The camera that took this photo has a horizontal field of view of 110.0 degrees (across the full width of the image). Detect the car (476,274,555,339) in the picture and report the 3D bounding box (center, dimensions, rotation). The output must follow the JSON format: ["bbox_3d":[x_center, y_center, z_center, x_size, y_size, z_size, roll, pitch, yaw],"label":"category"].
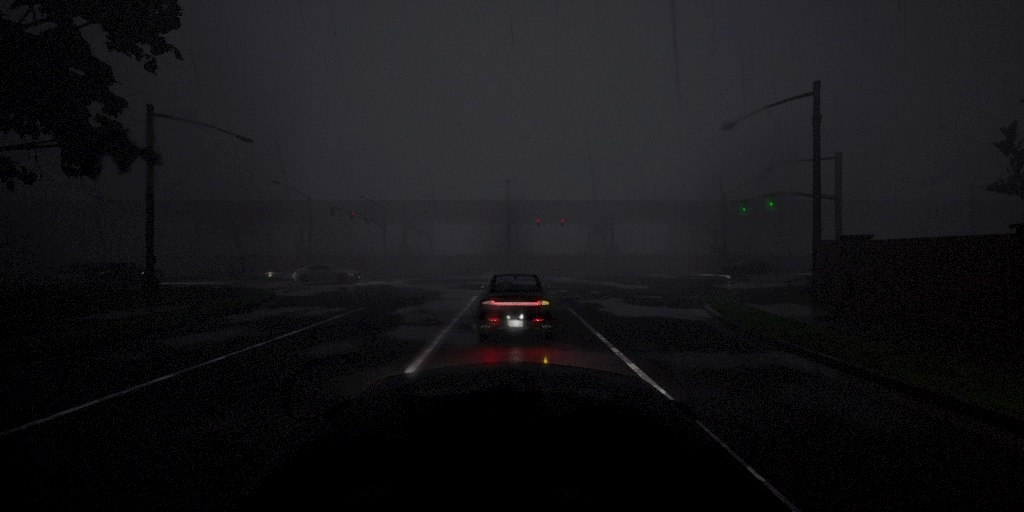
[{"bbox_3d":[0.094,1.242,10.117,2.128,1.511,4.902,0,0,0],"label":"car"}]

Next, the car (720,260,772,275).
[{"bbox_3d":[23.495,1.140,36.052,4.674,1.442,1.812,-1,0,2],"label":"car"}]

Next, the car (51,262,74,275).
[{"bbox_3d":[-44.542,1.297,37.866,5.357,1.411,2.033,0,0,2],"label":"car"}]

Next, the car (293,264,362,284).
[{"bbox_3d":[-13.529,1.275,26.333,4.674,1.442,1.812,0,0,2],"label":"car"}]

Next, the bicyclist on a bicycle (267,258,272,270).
[{"bbox_3d":[-31.608,1.050,46.765,0.582,1.620,1.656,0,0,-33],"label":"bicyclist on a bicycle"}]

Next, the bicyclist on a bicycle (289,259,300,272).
[{"bbox_3d":[-27.055,1.203,44.677,0.582,1.620,1.656,0,0,14],"label":"bicyclist on a bicycle"}]

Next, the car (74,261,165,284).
[{"bbox_3d":[-28.800,1.242,26.760,4.902,1.511,2.128,0,0,2],"label":"car"}]
